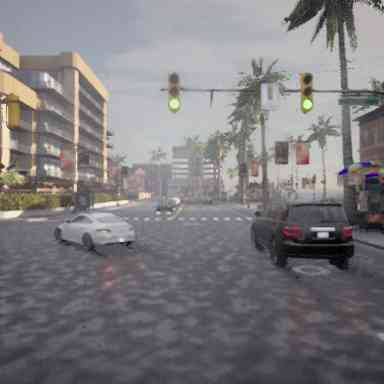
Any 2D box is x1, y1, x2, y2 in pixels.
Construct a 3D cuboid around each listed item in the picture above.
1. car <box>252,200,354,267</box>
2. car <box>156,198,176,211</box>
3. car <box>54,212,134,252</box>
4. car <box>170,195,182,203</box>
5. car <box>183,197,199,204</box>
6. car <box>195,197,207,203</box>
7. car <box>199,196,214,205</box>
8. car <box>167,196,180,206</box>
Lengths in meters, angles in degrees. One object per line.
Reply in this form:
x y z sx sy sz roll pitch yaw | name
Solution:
3.599 1.284 11.819 2.150 2.045 5.566 0 0 0 | car
-3.505 1.794 43.573 1.994 1.385 4.181 0 0 0 | car
-4.274 1.602 14.396 1.812 1.442 4.674 1 -1 -43 | car
-3.509 1.559 64.122 2.150 2.045 5.566 0 0 0 | car
-0.156 1.899 71.105 2.128 1.511 4.902 0 0 -4 | car
2.104 1.926 81.019 1.837 1.490 4.892 0 0 -12 | car
3.350 1.729 70.963 2.097 1.767 4.553 0 0 -4 | car
-3.506 1.831 53.751 2.033 1.411 5.357 0 0 0 | car
